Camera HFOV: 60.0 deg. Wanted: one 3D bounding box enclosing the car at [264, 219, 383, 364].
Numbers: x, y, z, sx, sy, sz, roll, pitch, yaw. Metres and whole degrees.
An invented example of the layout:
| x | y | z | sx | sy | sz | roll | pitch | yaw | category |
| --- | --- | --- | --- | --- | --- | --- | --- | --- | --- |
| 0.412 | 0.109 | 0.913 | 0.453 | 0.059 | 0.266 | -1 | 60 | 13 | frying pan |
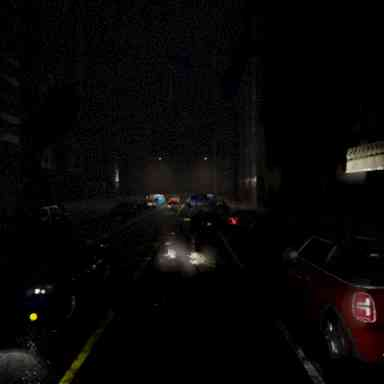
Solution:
| x | y | z | sx | sy | sz | roll | pitch | yaw | category |
| --- | --- | --- | --- | --- | --- | --- | --- | --- | --- |
| 2.761 | 1.440 | 5.865 | 1.967 | 1.590 | 4.097 | 0 | 0 | 0 | car |

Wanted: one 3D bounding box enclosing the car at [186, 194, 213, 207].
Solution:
| x | y | z | sx | sy | sz | roll | pitch | yaw | category |
| --- | --- | --- | --- | --- | --- | --- | --- | --- | --- |
| 0.708 | 1.224 | 35.540 | 2.150 | 2.045 | 5.566 | 0 | 0 | -1 | car |

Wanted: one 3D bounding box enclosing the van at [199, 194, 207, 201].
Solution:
| x | y | z | sx | sy | sz | roll | pitch | yaw | category |
| --- | --- | --- | --- | --- | --- | --- | --- | --- | --- |
| 2.776 | 1.343 | 84.835 | 1.690 | 1.788 | 3.998 | 0 | 0 | 0 | van |

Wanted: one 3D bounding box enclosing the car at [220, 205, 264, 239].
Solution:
| x | y | z | sx | sy | sz | roll | pitch | yaw | category |
| --- | --- | --- | --- | --- | --- | --- | --- | --- | --- |
| 2.763 | 1.567 | 17.147 | 1.947 | 1.339 | 4.313 | 0 | 0 | 0 | car |

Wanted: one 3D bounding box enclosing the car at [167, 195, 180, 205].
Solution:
| x | y | z | sx | sy | sz | roll | pitch | yaw | category |
| --- | --- | --- | --- | --- | --- | --- | --- | --- | --- |
| -3.005 | 1.603 | 57.273 | 1.895 | 1.301 | 4.718 | 0 | 0 | 0 | car |

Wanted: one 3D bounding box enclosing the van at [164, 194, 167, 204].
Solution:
| x | y | z | sx | sy | sz | roll | pitch | yaw | category |
| --- | --- | --- | --- | --- | --- | --- | --- | --- | --- |
| -5.755 | 1.343 | 56.629 | 1.690 | 1.788 | 3.998 | 0 | 0 | 0 | van |

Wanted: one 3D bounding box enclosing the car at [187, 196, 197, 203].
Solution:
| x | y | z | sx | sy | sz | roll | pitch | yaw | category |
| --- | --- | --- | --- | --- | --- | --- | --- | --- | --- |
| 0.014 | 1.582 | 68.039 | 1.895 | 1.301 | 4.718 | 0 | 0 | 0 | car |

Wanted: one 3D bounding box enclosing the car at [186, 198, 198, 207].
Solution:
| x | y | z | sx | sy | sz | roll | pitch | yaw | category |
| --- | --- | --- | --- | --- | --- | --- | --- | --- | --- |
| 0.011 | 1.603 | 52.679 | 1.895 | 1.301 | 4.718 | 0 | 0 | 0 | car |

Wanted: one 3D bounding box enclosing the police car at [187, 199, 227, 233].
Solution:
| x | y | z | sx | sy | sz | roll | pitch | yaw | category |
| --- | --- | --- | --- | --- | --- | --- | --- | --- | --- |
| 0.848 | 1.426 | 19.633 | 1.930 | 1.638 | 5.238 | 0 | 0 | -1 | police car |

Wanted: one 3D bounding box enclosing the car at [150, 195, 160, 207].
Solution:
| x | y | z | sx | sy | sz | roll | pitch | yaw | category |
| --- | --- | --- | --- | --- | --- | --- | --- | --- | --- |
| -5.756 | 1.527 | 45.177 | 1.752 | 1.417 | 4.829 | 0 | 0 | 0 | car |

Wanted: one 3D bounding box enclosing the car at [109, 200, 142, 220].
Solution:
| x | y | z | sx | sy | sz | roll | pitch | yaw | category |
| --- | --- | --- | --- | --- | --- | --- | --- | --- | --- |
| -5.759 | 1.567 | 28.425 | 1.947 | 1.339 | 4.313 | 0 | 0 | 0 | car |

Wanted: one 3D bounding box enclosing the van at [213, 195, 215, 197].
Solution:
| x | y | z | sx | sy | sz | roll | pitch | yaw | category |
| --- | --- | --- | --- | --- | --- | --- | --- | --- | --- |
| 2.769 | 1.343 | 50.991 | 1.690 | 1.788 | 3.998 | 0 | 0 | 0 | van |

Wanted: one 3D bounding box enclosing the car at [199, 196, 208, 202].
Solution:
| x | y | z | sx | sy | sz | roll | pitch | yaw | category |
| --- | --- | --- | --- | --- | --- | --- | --- | --- | --- |
| 2.776 | 1.568 | 79.194 | 1.947 | 1.339 | 4.313 | 0 | 0 | 0 | car |

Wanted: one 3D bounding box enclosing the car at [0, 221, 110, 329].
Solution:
| x | y | z | sx | sy | sz | roll | pitch | yaw | category |
| --- | --- | --- | --- | --- | --- | --- | --- | --- | --- |
| -3.099 | 1.564 | 6.985 | 1.994 | 1.385 | 4.181 | 0 | 0 | 0 | car |

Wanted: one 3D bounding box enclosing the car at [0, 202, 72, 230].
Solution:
| x | y | z | sx | sy | sz | roll | pitch | yaw | category |
| --- | --- | --- | --- | --- | --- | --- | --- | --- | --- |
| -5.764 | 1.316 | 11.503 | 2.192 | 1.841 | 5.009 | 0 | 0 | 0 | car |

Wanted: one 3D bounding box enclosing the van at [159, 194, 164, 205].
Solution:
| x | y | z | sx | sy | sz | roll | pitch | yaw | category |
| --- | --- | --- | --- | --- | --- | --- | --- | --- | --- |
| -5.756 | 1.343 | 50.988 | 1.690 | 1.788 | 3.998 | 0 | 0 | 0 | van |

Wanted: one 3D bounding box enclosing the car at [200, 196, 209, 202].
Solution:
| x | y | z | sx | sy | sz | roll | pitch | yaw | category |
| --- | --- | --- | --- | --- | --- | --- | --- | --- | --- |
| 2.775 | 1.584 | 73.554 | 1.802 | 1.307 | 4.206 | 0 | 0 | 0 | car |

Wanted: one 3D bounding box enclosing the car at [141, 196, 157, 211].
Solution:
| x | y | z | sx | sy | sz | roll | pitch | yaw | category |
| --- | --- | --- | --- | --- | --- | --- | --- | --- | --- |
| -5.757 | 1.553 | 39.706 | 2.008 | 1.369 | 4.403 | 0 | 0 | 0 | car |

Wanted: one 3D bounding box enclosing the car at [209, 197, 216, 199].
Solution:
| x | y | z | sx | sy | sz | roll | pitch | yaw | category |
| --- | --- | --- | --- | --- | --- | --- | --- | --- | --- |
| 2.767 | 1.546 | 34.069 | 1.887 | 1.381 | 4.507 | 0 | 0 | 0 | car |

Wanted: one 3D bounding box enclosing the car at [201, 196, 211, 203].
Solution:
| x | y | z | sx | sy | sz | roll | pitch | yaw | category |
| --- | --- | --- | --- | --- | --- | --- | --- | --- | --- |
| 2.774 | 1.584 | 67.913 | 1.802 | 1.307 | 4.206 | 0 | 0 | 0 | car |
